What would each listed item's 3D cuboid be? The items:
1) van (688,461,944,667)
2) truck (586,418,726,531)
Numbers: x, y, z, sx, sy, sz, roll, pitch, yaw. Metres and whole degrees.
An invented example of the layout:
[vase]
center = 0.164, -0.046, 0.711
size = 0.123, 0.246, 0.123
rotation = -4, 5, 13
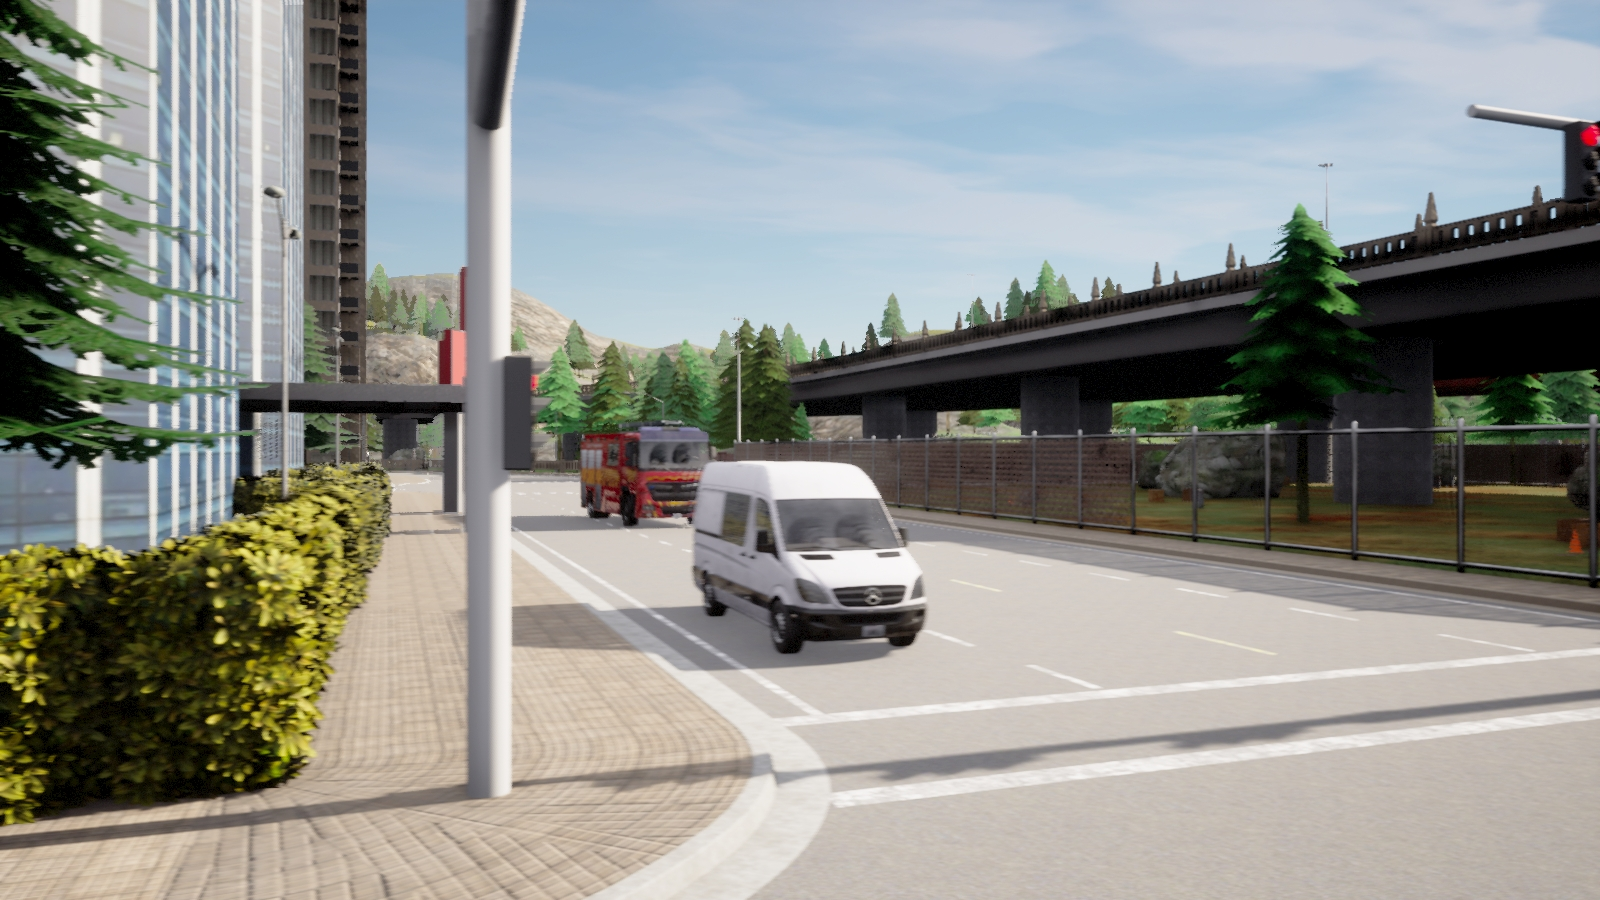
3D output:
[van]
center = -0.030, 1.478, 17.611
size = 1.988, 2.561, 5.915
rotation = 0, 0, -20
[truck]
center = -5.667, 0.835, 43.410
size = 2.891, 3.827, 8.468
rotation = 0, 0, -24
